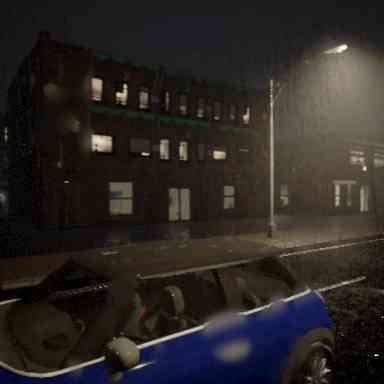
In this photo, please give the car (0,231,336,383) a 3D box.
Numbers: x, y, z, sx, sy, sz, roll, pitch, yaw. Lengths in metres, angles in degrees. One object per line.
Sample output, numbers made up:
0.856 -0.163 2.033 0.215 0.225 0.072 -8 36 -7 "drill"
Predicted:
-0.671 1.355 3.205 4.553 1.767 2.097 0 0 -35 "car"
